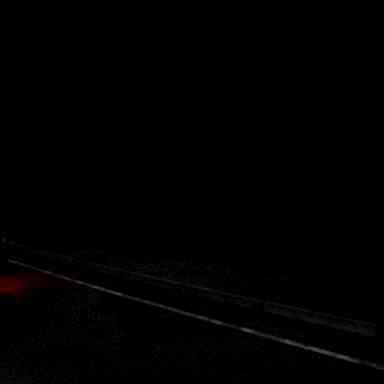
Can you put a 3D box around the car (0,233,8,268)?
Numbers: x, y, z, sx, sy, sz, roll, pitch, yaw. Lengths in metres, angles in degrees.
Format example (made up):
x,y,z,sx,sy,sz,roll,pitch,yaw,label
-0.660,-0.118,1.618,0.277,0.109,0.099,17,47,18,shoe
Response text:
x,y,z,sx,sy,sz,roll,pitch,yaw,label
-7.357,1.471,10.044,5.008,1.535,1.882,0,0,40,car
